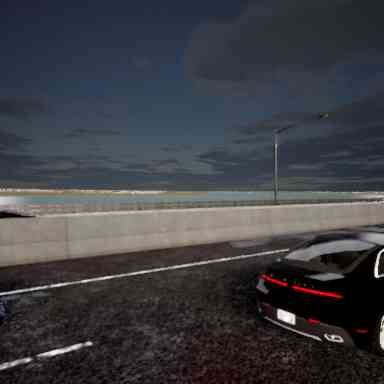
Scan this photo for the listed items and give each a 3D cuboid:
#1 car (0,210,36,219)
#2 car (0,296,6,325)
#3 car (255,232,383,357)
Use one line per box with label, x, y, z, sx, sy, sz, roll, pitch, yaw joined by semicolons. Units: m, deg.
car;-9.090;1.525;14.698;4.674;1.442;1.812;0;0;-35
car;-5.449;1.546;4.158;5.357;1.411;2.033;0;0;-36
car;3.302;1.507;6.083;4.892;1.490;1.837;0;0;-35
